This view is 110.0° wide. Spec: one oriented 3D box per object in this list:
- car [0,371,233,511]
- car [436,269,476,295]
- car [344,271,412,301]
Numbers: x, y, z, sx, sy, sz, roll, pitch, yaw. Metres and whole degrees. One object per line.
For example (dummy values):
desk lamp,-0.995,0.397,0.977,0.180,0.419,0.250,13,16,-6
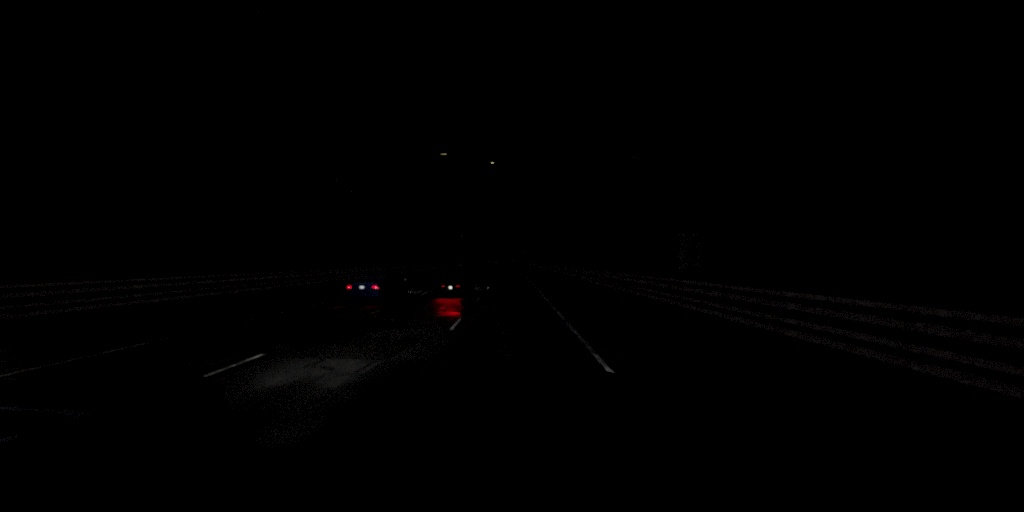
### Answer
car,-3.401,1.235,1.200,2.128,1.511,4.902,0,-1,0
car,-3.401,1.522,22.231,1.837,1.490,4.892,0,-1,0
car,-6.900,1.522,18.988,2.033,1.411,5.357,0,-1,0
